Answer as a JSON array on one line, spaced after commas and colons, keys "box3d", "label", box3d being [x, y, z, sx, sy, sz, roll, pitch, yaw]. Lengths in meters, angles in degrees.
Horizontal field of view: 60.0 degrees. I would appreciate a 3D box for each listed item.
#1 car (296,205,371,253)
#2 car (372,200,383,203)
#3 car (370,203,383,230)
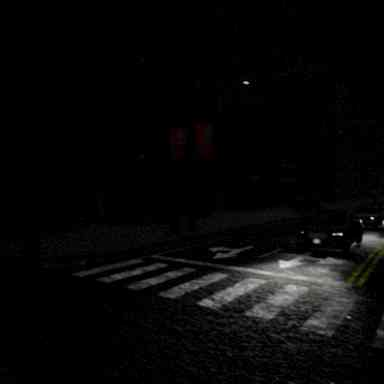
[{"box3d": [5.865, 1.499, 13.934, 2.128, 1.511, 4.902, 0, 0, 35], "label": "car"}, {"box3d": [17.113, 1.512, 30.129, 2.128, 1.511, 4.902, 0, 0, 35], "label": "car"}, {"box3d": [11.159, 1.613, 21.586, 1.895, 1.301, 4.718, 0, 0, 35], "label": "car"}]
